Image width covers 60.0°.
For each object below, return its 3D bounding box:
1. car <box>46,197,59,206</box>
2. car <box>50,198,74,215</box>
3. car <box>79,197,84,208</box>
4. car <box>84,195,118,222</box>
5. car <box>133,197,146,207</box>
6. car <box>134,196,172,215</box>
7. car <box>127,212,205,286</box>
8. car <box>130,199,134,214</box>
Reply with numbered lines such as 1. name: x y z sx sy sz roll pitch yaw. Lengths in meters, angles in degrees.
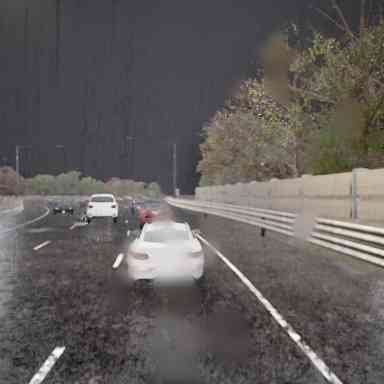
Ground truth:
1. car: -22.261 1.501 53.531 2.128 1.511 4.902 0 0 -31
2. car: -13.125 1.606 34.216 1.895 1.301 4.718 0 0 -19
3. car: -14.959 1.497 47.444 2.128 1.511 4.902 0 0 -26
4. car: -7.056 1.223 26.347 2.150 2.045 5.566 0 0 -14
5. car: -8.153 1.527 51.587 1.812 1.442 4.674 0 0 -7
6. car: -2.499 1.351 21.778 2.097 1.767 4.553 0 0 -11
7. car: -0.714 1.525 9.359 1.812 1.442 4.674 0 0 -4
8. car: -5.497 1.494 35.215 2.128 1.511 4.902 0 0 -12
